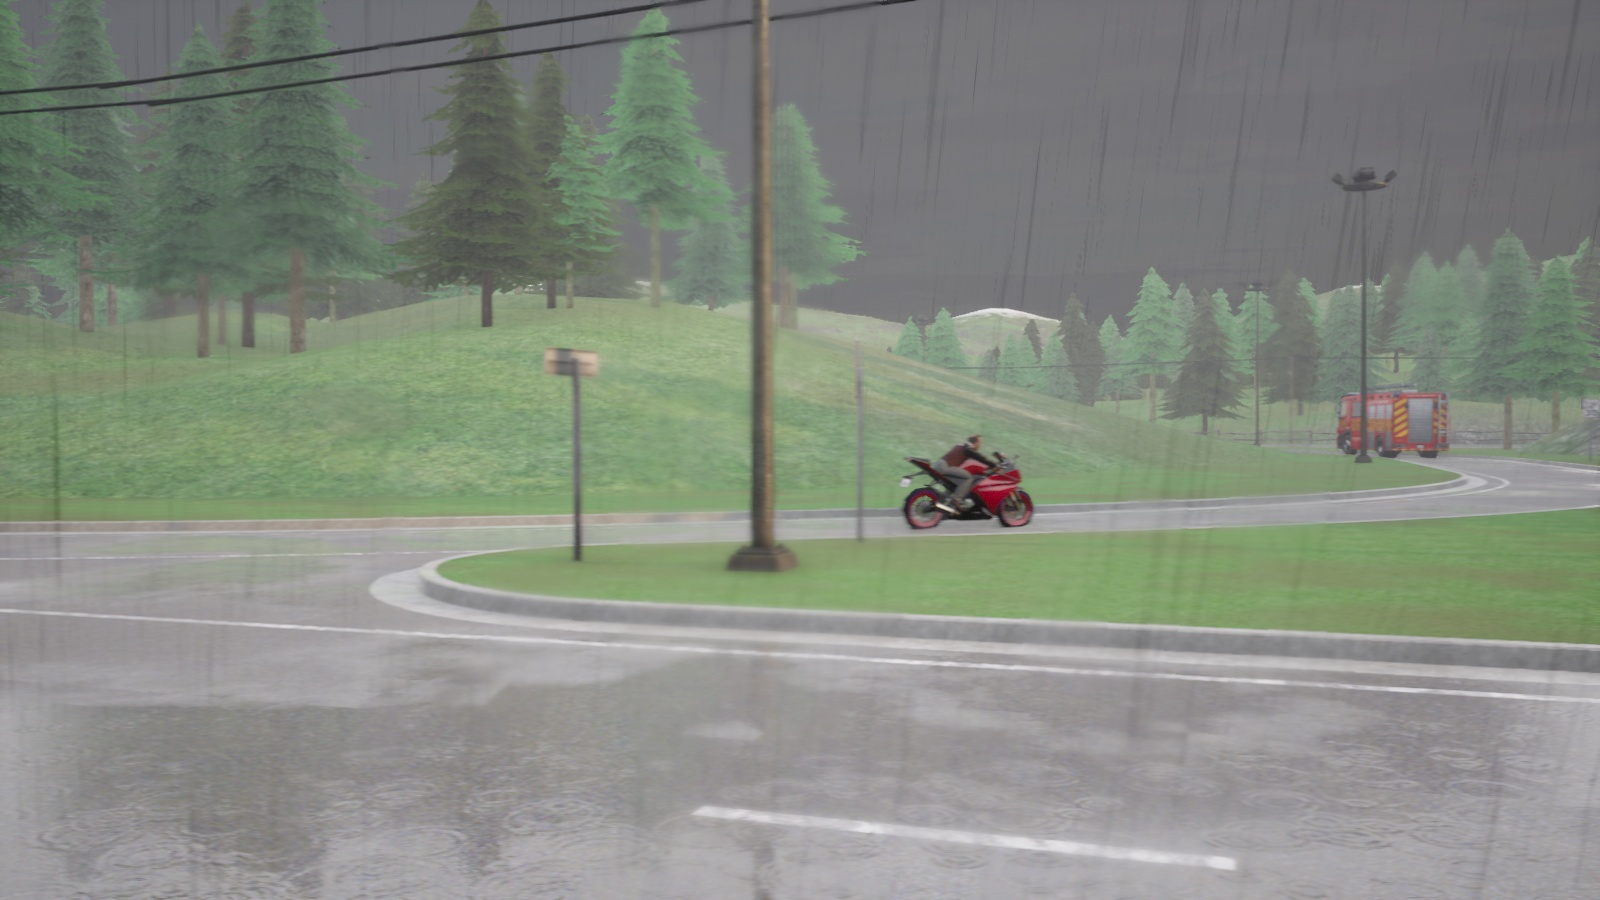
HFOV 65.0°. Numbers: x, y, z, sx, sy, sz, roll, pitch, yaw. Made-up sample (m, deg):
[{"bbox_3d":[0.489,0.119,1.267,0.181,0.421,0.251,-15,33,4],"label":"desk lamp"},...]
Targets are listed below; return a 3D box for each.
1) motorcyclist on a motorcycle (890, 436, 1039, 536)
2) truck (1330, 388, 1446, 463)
[{"bbox_3d":[2.606,0.552,19.949,2.191,1.530,0.866,0,1,-16],"label":"motorcyclist on a motorcycle"},{"bbox_3d":[31.658,-1.308,68.040,2.891,3.827,8.468,0,1,5],"label":"truck"}]
